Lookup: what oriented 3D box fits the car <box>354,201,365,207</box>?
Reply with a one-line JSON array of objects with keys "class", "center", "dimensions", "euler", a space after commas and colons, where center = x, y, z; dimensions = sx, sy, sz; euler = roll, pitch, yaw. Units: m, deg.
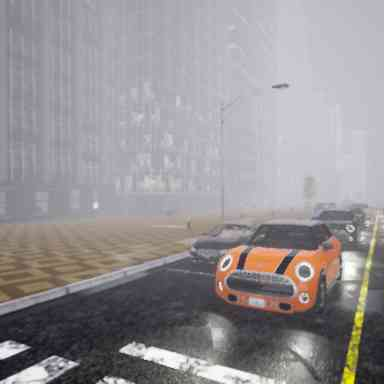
[{"class": "car", "center": [40.442, 2.964, 80.356], "dimensions": [2.008, 1.369, 4.403], "euler": [-2, -2, 30]}]

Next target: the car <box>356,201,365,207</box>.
[{"class": "car", "center": [43.221, 3.056, 85.245], "dimensions": [2.008, 1.369, 4.403], "euler": [-2, -2, 30]}]

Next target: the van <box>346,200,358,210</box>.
[{"class": "van", "center": [29.320, 2.393, 60.803], "dimensions": [1.690, 1.788, 3.998], "euler": [-2, -2, 30]}]

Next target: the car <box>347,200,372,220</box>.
[{"class": "car", "center": [17.324, 1.937, 34.334], "dimensions": [2.097, 1.767, 4.553], "euler": [0, -1, 30]}]

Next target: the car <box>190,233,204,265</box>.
[{"class": "car", "center": [1.526, 1.750, 11.901], "dimensions": [2.008, 1.369, 4.403], "euler": [-2, -2, 30]}]

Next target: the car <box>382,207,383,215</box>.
[{"class": "car", "center": [20.654, 2.087, 33.946], "dimensions": [1.837, 1.490, 4.892], "euler": [0, -1, 31]}]

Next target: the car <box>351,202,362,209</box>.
[{"class": "car", "center": [34.882, 2.776, 70.577], "dimensions": [1.887, 1.381, 4.507], "euler": [-2, -2, 30]}]

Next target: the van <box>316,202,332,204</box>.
[{"class": "van", "center": [12.643, 1.870, 31.466], "dimensions": [1.690, 1.788, 3.998], "euler": [-2, -2, 30]}]

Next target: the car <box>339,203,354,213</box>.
[{"class": "car", "center": [23.679, 2.397, 50.872], "dimensions": [1.752, 1.417, 4.829], "euler": [-2, -2, 30]}]

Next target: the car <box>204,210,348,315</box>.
[{"class": "car", "center": [2.346, 1.492, 8.133], "dimensions": [2.097, 1.767, 4.553], "euler": [0, -1, 30]}]

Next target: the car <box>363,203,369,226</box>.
[{"class": "car", "center": [12.279, 1.909, 25.537], "dimensions": [1.882, 1.535, 5.008], "euler": [0, -1, 30]}]

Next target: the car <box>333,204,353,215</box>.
[{"class": "car", "center": [20.984, 2.337, 46.129], "dimensions": [2.008, 1.369, 4.403], "euler": [-2, -2, 30]}]

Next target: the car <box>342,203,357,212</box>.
[{"class": "car", "center": [26.543, 2.507, 55.909], "dimensions": [1.887, 1.381, 4.507], "euler": [-2, -2, 30]}]

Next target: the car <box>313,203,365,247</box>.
[{"class": "car", "center": [7.227, 1.634, 16.669], "dimensions": [2.097, 1.767, 4.553], "euler": [0, -1, 30]}]
